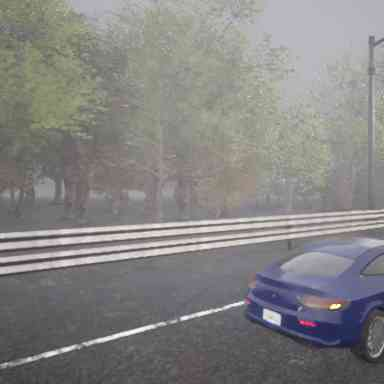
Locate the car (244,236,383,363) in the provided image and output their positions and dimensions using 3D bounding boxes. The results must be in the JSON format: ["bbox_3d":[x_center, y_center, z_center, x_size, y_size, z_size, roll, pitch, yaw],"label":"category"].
[{"bbox_3d":[2.959,1.528,5.837,4.674,1.442,1.812,0,0,-35],"label":"car"}]
